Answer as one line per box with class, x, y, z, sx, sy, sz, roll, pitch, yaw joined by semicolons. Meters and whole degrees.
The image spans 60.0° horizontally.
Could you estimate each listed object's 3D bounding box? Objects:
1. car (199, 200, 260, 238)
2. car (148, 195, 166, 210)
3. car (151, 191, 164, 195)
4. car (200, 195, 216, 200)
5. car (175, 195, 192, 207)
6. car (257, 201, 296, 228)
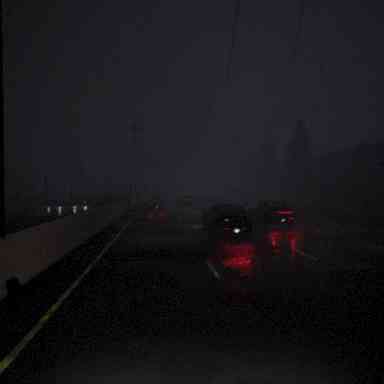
car;1.686;1.376;16.851;1.837;1.490;4.892;0;1;-6
car;-3.887;1.329;37.038;1.895;1.301;4.718;0;0;-6
car;-6.043;0.791;58.258;2.150;2.045;5.566;0;0;-6
car;2.154;1.148;46.830;1.837;1.490;4.892;0;0;-6
car;-1.090;1.161;44.108;2.128;1.511;4.902;0;0;-6
car;4.801;1.326;20.834;2.128;1.511;4.902;0;0;-6
